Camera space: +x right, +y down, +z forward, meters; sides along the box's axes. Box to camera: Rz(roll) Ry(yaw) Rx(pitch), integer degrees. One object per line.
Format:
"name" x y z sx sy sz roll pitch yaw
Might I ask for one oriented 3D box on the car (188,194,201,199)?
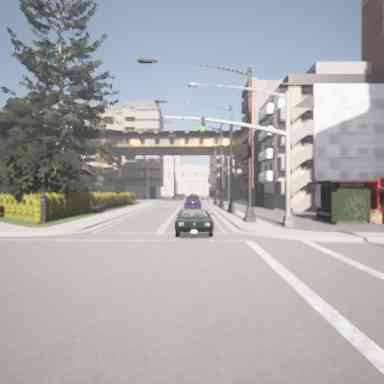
"car" 0.512 1.062 84.168 1.853 1.218 4.536 0 0 -20

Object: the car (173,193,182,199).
"car" -3.630 1.230 84.428 2.038 1.542 4.974 0 0 25

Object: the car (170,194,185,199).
"car" -3.609 1.073 84.475 1.853 1.218 4.536 0 0 25

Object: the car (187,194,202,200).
"car" 0.530 1.219 84.120 2.038 1.542 4.974 0 0 -20

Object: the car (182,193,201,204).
"car" 0.105 1.223 41.640 2.097 1.767 4.553 0 0 0

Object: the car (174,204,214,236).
"car" 0.104 1.536 17.773 1.895 1.301 4.718 0 0 0
